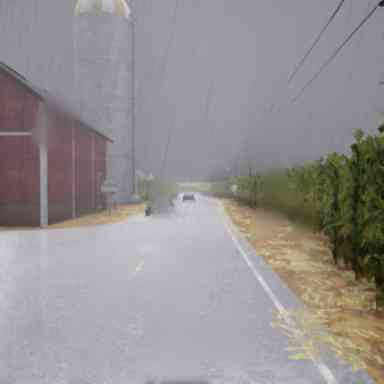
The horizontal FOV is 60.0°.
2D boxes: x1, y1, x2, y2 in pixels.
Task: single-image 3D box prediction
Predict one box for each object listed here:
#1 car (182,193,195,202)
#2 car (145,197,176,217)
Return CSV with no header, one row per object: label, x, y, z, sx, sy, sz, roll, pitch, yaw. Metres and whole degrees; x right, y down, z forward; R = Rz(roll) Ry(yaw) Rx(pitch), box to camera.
car,-0.484,0.857,52.582,1.895,1.301,4.718,0,1,2
car,-2.433,1.187,26.598,1.837,1.490,4.892,1,1,5
